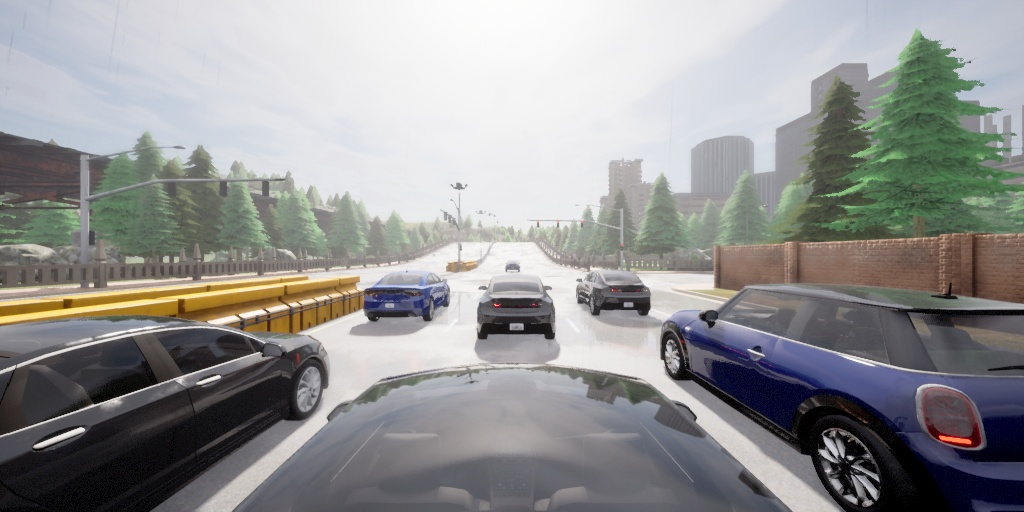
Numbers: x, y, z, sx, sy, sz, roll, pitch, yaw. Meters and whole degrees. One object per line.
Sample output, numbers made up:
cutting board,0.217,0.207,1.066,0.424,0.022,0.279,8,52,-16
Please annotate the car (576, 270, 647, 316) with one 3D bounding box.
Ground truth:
car,3.617,1.255,13.454,1.837,1.490,4.892,0,0,1

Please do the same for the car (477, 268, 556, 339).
car,0.098,1.255,10.021,1.837,1.490,4.892,0,0,0

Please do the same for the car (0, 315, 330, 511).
car,-3.400,1.255,2.951,1.837,1.490,4.892,0,0,0

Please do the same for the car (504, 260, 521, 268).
car,0.080,1.276,46.253,1.812,1.442,4.674,0,0,0

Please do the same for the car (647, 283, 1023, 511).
car,3.601,1.102,4.370,2.097,1.767,4.553,0,0,0

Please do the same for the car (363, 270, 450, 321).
car,-3.401,1.228,12.444,1.882,1.535,5.008,0,0,0
